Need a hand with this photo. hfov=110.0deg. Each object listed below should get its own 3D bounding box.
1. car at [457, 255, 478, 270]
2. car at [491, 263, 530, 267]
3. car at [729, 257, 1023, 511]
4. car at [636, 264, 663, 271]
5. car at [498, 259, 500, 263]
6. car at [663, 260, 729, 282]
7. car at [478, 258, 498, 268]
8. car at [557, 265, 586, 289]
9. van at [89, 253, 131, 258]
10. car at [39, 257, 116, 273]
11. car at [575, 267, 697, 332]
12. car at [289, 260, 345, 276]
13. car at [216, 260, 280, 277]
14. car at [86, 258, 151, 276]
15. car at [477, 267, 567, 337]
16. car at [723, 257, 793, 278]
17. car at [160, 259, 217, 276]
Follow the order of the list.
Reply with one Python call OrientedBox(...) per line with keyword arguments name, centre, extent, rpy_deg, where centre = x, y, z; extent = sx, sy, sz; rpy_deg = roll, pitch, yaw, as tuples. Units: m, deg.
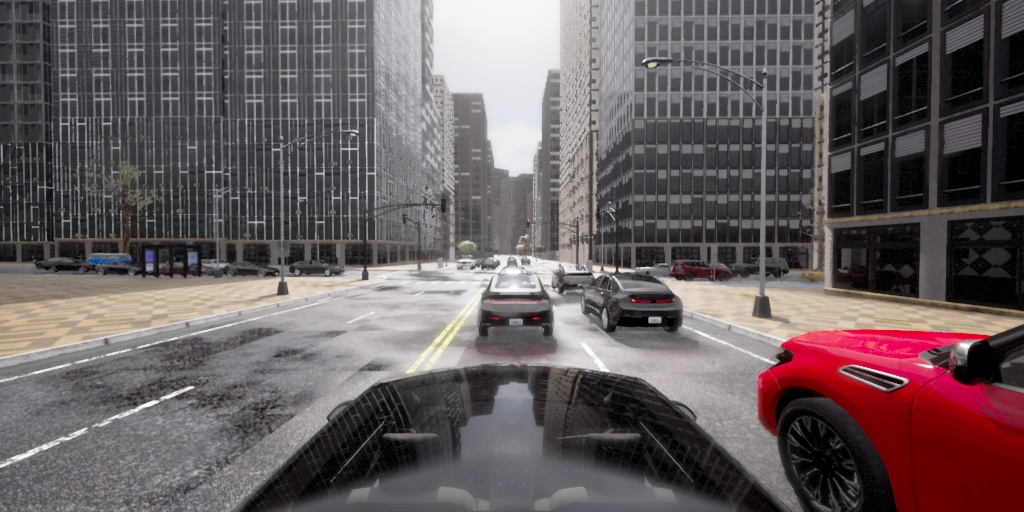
OrientedBox(name="car", centre=(-6.639, 0.925, 52.525), extent=(2.150, 2.045, 5.566), rpy_deg=(0, 0, 0))
OrientedBox(name="car", centre=(0.082, 1.284, 20.038), extent=(2.033, 1.411, 5.357), rpy_deg=(0, 0, 0))
OrientedBox(name="car", centre=(3.348, 0.972, 0.934), extent=(2.150, 2.045, 5.566), rpy_deg=(0, 0, 0))
OrientedBox(name="car", centre=(15.065, 1.445, 36.686), extent=(4.718, 1.301, 1.895), rpy_deg=(0, 1, 0))
OrientedBox(name="car", centre=(-3.390, 1.255, 61.663), extent=(1.994, 1.385, 4.181), rpy_deg=(0, 0, 0))
OrientedBox(name="car", centre=(16.165, 1.263, 30.904), extent=(5.009, 1.841, 2.192), rpy_deg=(0, 0, 1))
OrientedBox(name="car", centre=(-3.388, 1.182, 52.077), extent=(1.882, 1.535, 5.008), rpy_deg=(0, 0, 0))
OrientedBox(name="car", centre=(3.333, 1.228, 20.045), extent=(2.128, 1.511, 4.902), rpy_deg=(0, 0, 0))
OrientedBox(name="van", centre=(-45.325, 0.596, 40.339), extent=(3.998, 1.789, 1.690), rpy_deg=(0, 0, 1))
OrientedBox(name="car", centre=(-41.673, 0.985, 34.480), extent=(4.718, 1.301, 1.895), rpy_deg=(1, 1, 1))
OrientedBox(name="car", centre=(3.340, 1.249, 10.797), extent=(1.837, 1.490, 4.892), rpy_deg=(0, 0, 0))
OrientedBox(name="car", centre=(-18.439, 1.101, 34.000), extent=(4.892, 1.490, 1.837), rpy_deg=(1, 1, 2))
OrientedBox(name="car", centre=(-22.761, 1.167, 31.394), extent=(4.313, 1.339, 1.948), rpy_deg=(0, 0, 1))
OrientedBox(name="car", centre=(-34.126, 1.063, 31.689), extent=(4.313, 1.339, 1.948), rpy_deg=(0, 0, 1))
OrientedBox(name="car", centre=(0.091, 1.236, 10.303), extent=(2.128, 1.511, 4.902), rpy_deg=(0, 0, 0))
OrientedBox(name="car", centre=(24.970, 1.152, 36.533), extent=(5.566, 2.045, 2.150), rpy_deg=(1, 1, 1))
OrientedBox(name="car", centre=(-28.445, 1.131, 31.522), extent=(4.207, 1.307, 1.802), rpy_deg=(0, 0, 1))
